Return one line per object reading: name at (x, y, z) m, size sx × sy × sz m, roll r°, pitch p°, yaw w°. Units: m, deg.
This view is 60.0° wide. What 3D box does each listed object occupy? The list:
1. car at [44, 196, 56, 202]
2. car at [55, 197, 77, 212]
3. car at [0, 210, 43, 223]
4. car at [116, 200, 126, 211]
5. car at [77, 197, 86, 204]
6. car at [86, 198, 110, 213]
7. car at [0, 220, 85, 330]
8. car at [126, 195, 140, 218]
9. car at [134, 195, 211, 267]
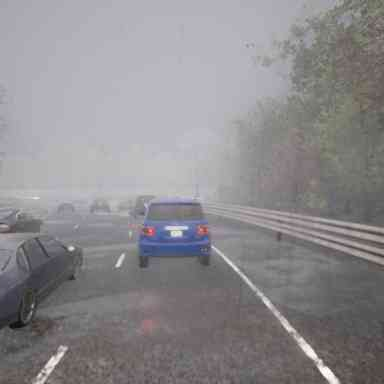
car at (-33.961, 1.758, 80.327) m, size 4.181 × 1.385 × 1.994 m, roll 0°, pitch 0°, yaw 42°
car at (-15.428, 1.622, 40.695) m, size 1.812 × 1.442 × 4.674 m, roll 0°, pitch 0°, yaw -22°
car at (-8.216, 1.538, 15.068) m, size 2.128 × 1.511 × 4.902 m, roll 0°, pitch 0°, yaw -8°
car at (-8.166, 1.630, 41.314) m, size 1.994 × 1.385 × 4.181 m, roll 0°, pitch 0°, yaw -22°
car at (-23.003, 1.702, 67.793) m, size 1.994 × 1.385 × 4.181 m, roll 0°, pitch 0°, yaw -38°
car at (-10.607, 1.426, 37.955) m, size 2.097 × 1.767 × 4.553 m, roll 0°, pitch 0°, yaw -20°
car at (-3.743, 1.569, 6.865) m, size 2.033 × 1.411 × 5.357 m, roll 0°, pitch 0°, yaw -4°
car at (-4.397, 1.263, 30.113) m, size 2.150 × 2.045 × 5.566 m, roll 0°, pitch 0°, yaw -16°
car at (-0.716, 1.233, 11.726) m, size 2.150 × 2.045 × 5.566 m, roll 0°, pitch 0°, yaw -6°
